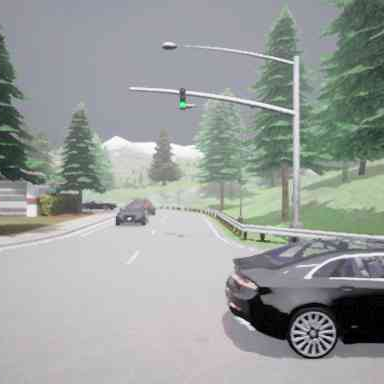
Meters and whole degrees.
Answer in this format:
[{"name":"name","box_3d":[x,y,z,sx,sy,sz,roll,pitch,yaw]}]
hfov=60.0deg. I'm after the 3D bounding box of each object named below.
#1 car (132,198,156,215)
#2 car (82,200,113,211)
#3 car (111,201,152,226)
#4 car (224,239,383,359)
[{"name":"car","box_3d":[-5.098,1.372,33.530,2.097,1.767,4.553,0,0,-20]},{"name":"car","box_3d":[-11.733,1.631,41.216,4.718,1.301,1.895,0,0,14]},{"name":"car","box_3d":[-4.187,1.578,23.746,1.994,1.385,4.181,0,0,-3]},{"name":"car","box_3d":[2.992,1.555,5.371,4.902,1.511,2.128,1,0,-2]}]
